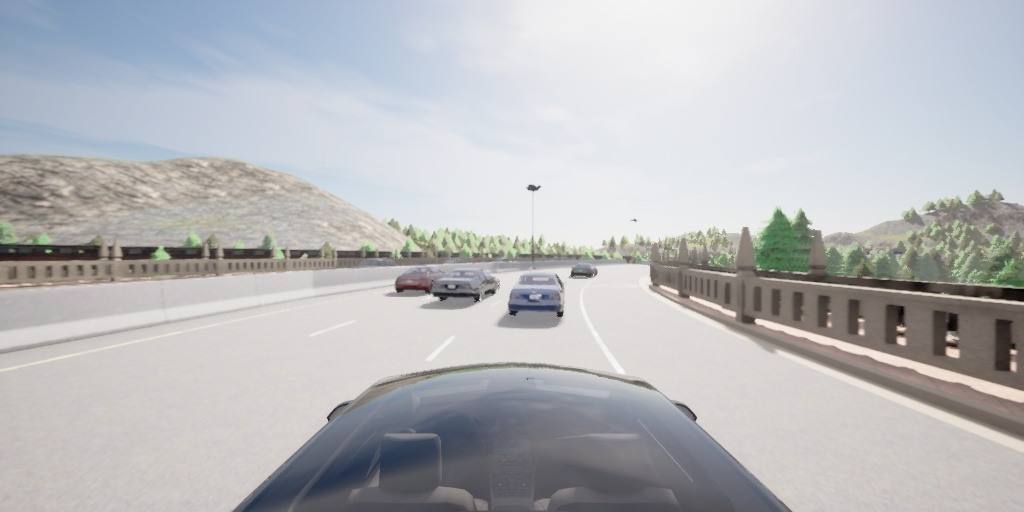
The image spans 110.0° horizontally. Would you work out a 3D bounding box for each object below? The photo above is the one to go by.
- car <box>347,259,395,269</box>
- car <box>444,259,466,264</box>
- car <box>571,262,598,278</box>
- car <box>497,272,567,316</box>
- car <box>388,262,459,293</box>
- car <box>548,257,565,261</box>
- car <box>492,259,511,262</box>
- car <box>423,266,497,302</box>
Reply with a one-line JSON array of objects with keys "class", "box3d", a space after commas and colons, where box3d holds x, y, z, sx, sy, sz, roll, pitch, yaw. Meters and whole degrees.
[{"class": "car", "box3d": [-10.480, 1.000, 27.087, 2.097, 1.767, 4.553, 0, 0, 15]}, {"class": "car", "box3d": [-8.464, 1.111, 51.279, 2.128, 1.511, 4.902, 0, 0, 28]}, {"class": "car", "box3d": [6.970, 1.298, 34.389, 1.994, 1.385, 4.181, 0, 0, 22]}, {"class": "car", "box3d": [1.036, 1.284, 13.325, 2.033, 1.411, 5.357, 0, 0, 8]}, {"class": "car", "box3d": [-4.795, 1.256, 20.046, 1.994, 1.385, 4.181, 0, 0, 11]}, {"class": "car", "box3d": [7.951, 0.996, 64.450, 1.837, 1.490, 4.892, 0, 0, 33]}, {"class": "car", "box3d": [-1.777, 1.157, 55.964, 1.837, 1.490, 4.892, 0, 0, 32]}, {"class": "car", "box3d": [-1.957, 1.261, 16.731, 2.033, 1.411, 5.357, 0, 0, 10]}]
